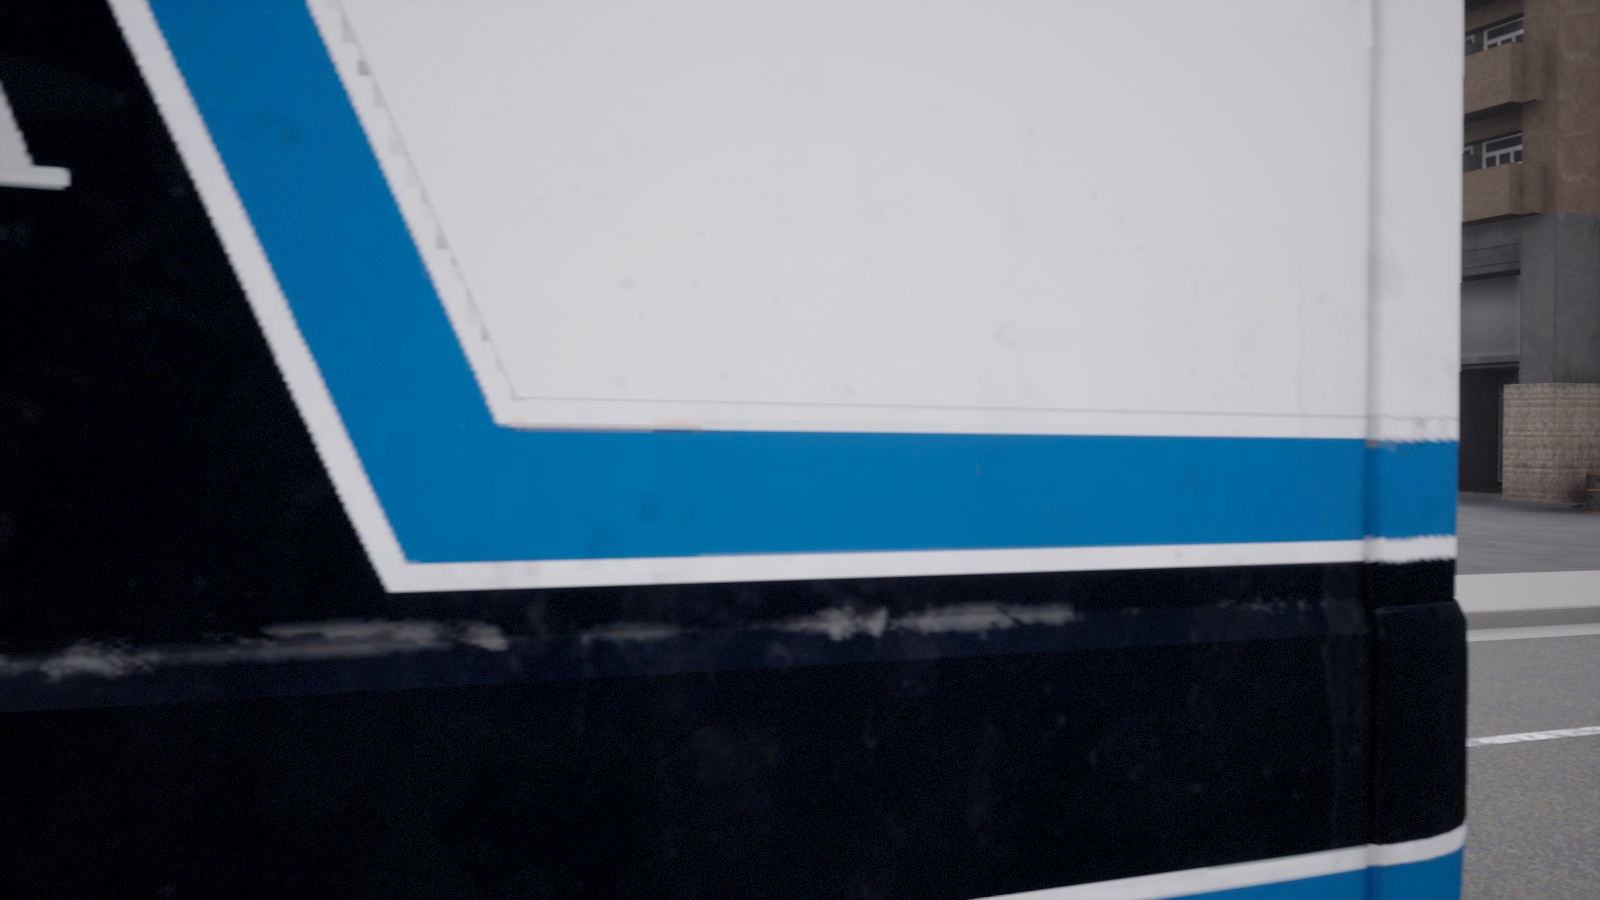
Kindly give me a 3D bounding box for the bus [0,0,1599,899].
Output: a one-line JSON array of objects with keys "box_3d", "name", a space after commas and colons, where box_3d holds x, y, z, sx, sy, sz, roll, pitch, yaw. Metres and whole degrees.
[{"box_3d": [-4.528, -0.560, 1.537, 10.273, 4.253, 3.944, -1, 1, -21], "name": "bus"}]
